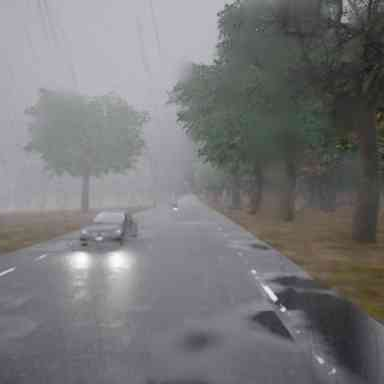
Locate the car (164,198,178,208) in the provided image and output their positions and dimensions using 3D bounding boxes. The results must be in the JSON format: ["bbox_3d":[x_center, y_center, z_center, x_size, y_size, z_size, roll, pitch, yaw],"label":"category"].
[{"bbox_3d":[-3.550,1.825,56.946,2.097,1.767,4.553,0,-1,1],"label":"car"}]

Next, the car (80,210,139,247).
[{"bbox_3d":[-3.601,1.556,15.214,1.812,1.442,4.674,0,0,0],"label":"car"}]
